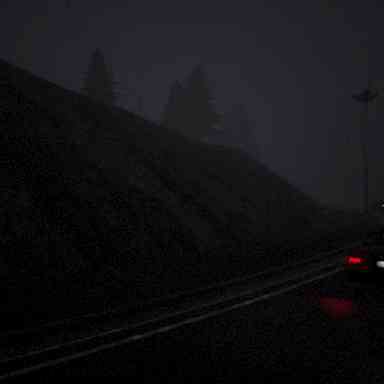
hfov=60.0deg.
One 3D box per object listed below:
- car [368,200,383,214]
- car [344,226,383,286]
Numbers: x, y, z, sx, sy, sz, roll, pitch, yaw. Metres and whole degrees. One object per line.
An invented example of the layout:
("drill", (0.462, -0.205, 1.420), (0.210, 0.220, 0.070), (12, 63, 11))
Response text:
("car", (22.109, 1.706, 39.048), (1.837, 1.490, 4.892), (1, 0, 12))
("car", (5.800, 1.589, 8.905), (2.033, 1.411, 5.357), (-1, -1, 43))
